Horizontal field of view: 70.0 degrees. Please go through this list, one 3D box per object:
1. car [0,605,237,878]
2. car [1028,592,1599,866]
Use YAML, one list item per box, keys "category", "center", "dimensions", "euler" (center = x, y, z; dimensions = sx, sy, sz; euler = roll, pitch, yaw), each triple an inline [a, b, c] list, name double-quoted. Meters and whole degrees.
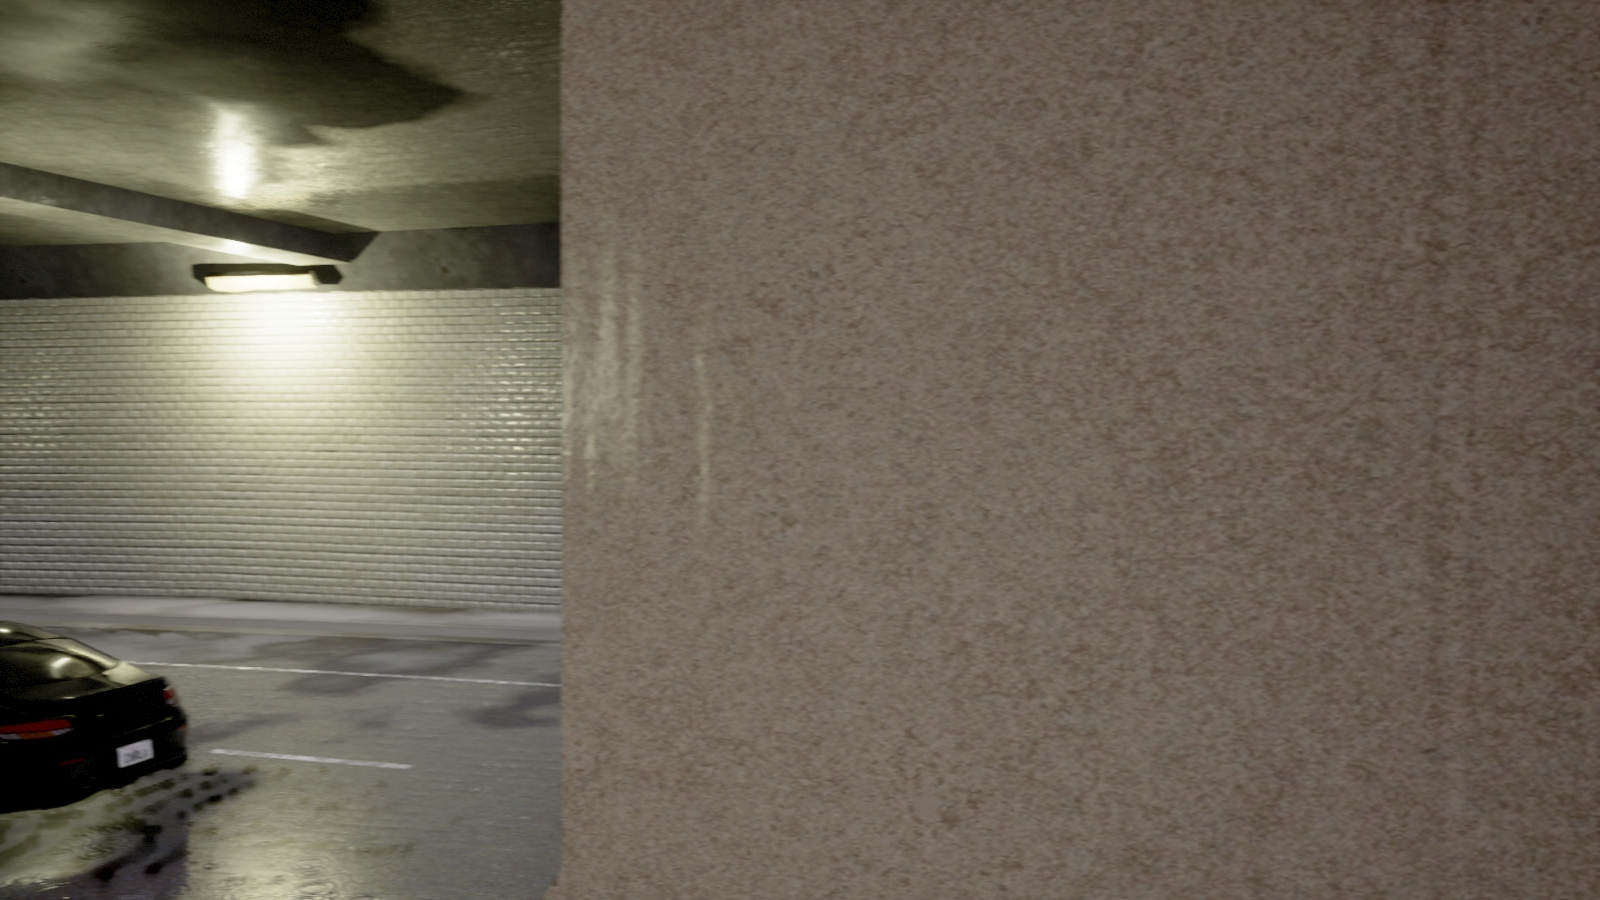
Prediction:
- category: "car"
  center: [-7.145, 2.078, 9.014]
  dimensions: [4.674, 1.442, 2.002]
  euler: [0, 0, 14]
- category: "car"
  center: [4.346, 2.076, 9.148]
  dimensions: [4.674, 1.442, 2.002]
  euler: [0, 0, 21]
